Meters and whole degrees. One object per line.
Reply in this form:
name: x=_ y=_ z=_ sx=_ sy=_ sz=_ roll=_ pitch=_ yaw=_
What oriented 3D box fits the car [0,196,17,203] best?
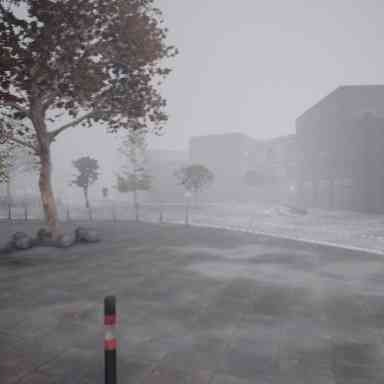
car: x=-39.541 y=1.615 z=70.148 sx=2.033 sy=1.411 sz=5.357 roll=-1 pitch=0 yaw=-9

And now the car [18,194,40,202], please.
car: x=-42.410 y=1.465 z=85.422 sx=5.566 sy=2.045 sz=2.435 roll=-1 pitch=-1 yaw=-31
